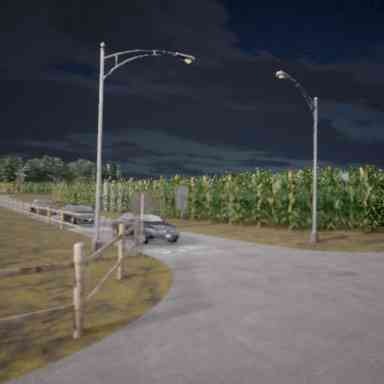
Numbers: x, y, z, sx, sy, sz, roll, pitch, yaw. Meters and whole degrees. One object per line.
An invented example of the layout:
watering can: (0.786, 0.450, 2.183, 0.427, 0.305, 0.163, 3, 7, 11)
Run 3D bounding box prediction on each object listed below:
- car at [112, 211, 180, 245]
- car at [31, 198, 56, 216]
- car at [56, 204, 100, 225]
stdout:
car: (-2.469, 1.712, 16.764, 1.812, 1.442, 4.674, 2, -2, -37)
car: (-15.712, 1.512, 35.264, 2.097, 1.767, 4.553, 2, -1, -34)
car: (-8.502, 1.695, 25.134, 1.837, 1.490, 4.892, 2, -1, -35)
